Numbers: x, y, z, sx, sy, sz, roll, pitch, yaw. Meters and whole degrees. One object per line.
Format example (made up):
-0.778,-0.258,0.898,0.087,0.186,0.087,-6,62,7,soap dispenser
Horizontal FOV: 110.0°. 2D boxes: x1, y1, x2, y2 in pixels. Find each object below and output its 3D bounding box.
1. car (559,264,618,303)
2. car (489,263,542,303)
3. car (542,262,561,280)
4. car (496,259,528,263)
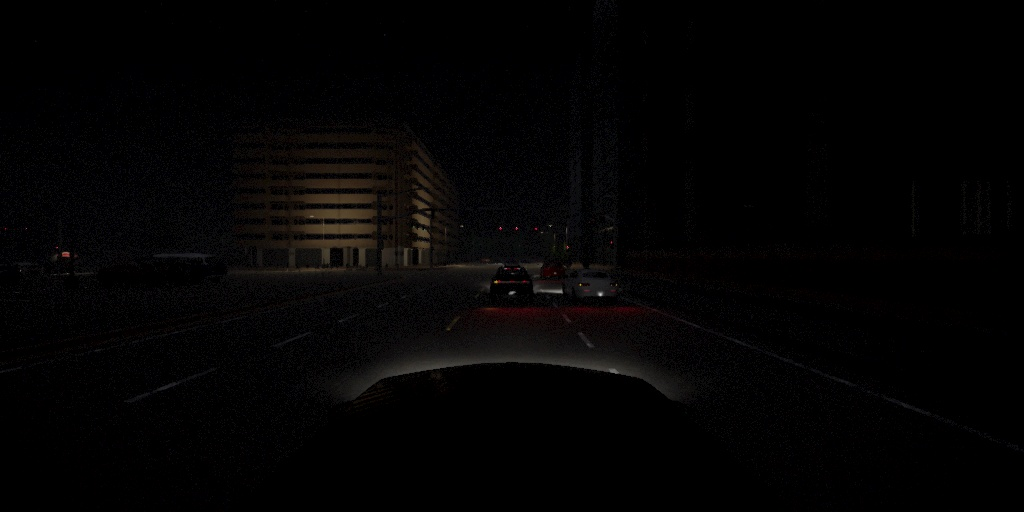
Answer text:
3.500,1.281,16.500,1.812,1.442,4.674,0,0,0,car
0.000,1.243,16.500,2.128,1.511,4.902,0,0,0,car
3.500,1.233,31.502,1.882,1.535,5.008,0,0,0,car
0.000,1.243,31.502,2.128,1.511,4.902,0,0,0,car
